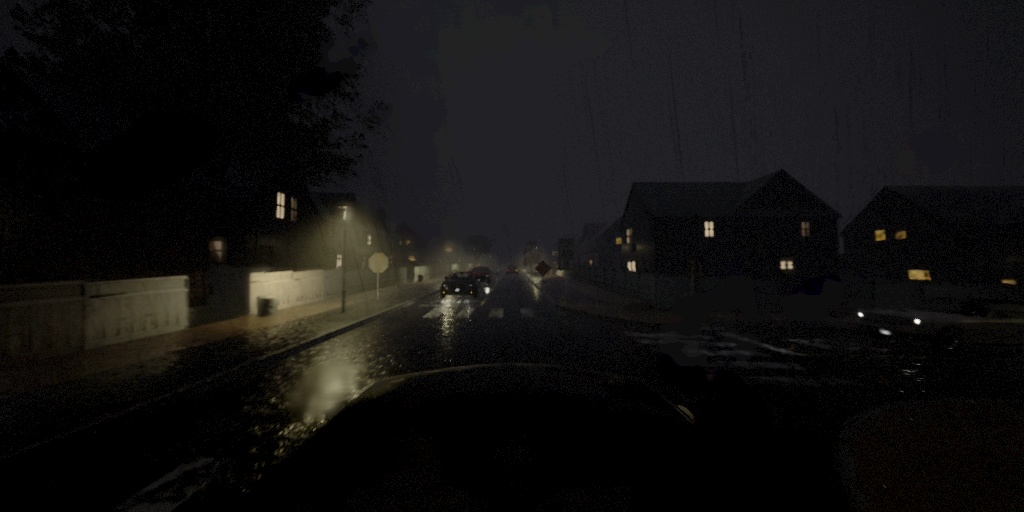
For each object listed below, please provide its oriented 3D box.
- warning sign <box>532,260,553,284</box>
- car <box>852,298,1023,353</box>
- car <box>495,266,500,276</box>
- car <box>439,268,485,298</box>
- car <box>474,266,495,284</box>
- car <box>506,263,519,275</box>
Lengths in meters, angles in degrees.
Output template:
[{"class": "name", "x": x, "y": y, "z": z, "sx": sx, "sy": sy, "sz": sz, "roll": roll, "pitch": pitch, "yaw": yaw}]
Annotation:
[{"class": "warning sign", "x": 2.516, "y": 1.266, "z": 28.710, "sx": 1.300, "sy": 1.860, "sz": 1.060, "roll": 0, "pitch": 0, "yaw": 0}, {"class": "car", "x": 12.185, "y": 1.786, "z": 9.624, "sx": 4.718, "sy": 1.301, "sz": 1.895, "roll": 1, "pitch": -3, "yaw": 0}, {"class": "car", "x": -2.796, "y": 2.108, "z": 51.419, "sx": 1.895, "sy": 1.301, "sz": 4.718, "roll": 0, "pitch": -1, "yaw": 1}, {"class": "car", "x": -2.847, "y": 1.590, "z": 20.488, "sx": 1.994, "sy": 1.385, "sz": 4.181, "roll": 0, "pitch": -1, "yaw": -1}, {"class": "car", "x": -2.850, "y": 1.686, "z": 32.614, "sx": 1.882, "sy": 1.535, "sz": 5.008, "roll": 0, "pitch": -1, "yaw": 0}, {"class": "car", "x": 0.049, "y": 2.064, "z": 51.961, "sx": 2.033, "sy": 1.411, "sz": 5.357, "roll": 0, "pitch": -1, "yaw": 0}]
